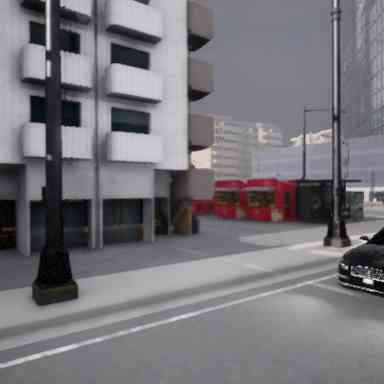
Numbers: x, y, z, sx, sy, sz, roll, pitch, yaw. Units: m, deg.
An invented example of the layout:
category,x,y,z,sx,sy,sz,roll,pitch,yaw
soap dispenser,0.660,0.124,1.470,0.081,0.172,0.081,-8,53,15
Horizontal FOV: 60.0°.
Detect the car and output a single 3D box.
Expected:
category,x,y,z,sx,sy,sz,roll,pitch,yaw
car,5.362,1.441,7.762,4.892,1.490,1.837,0,0,-35
